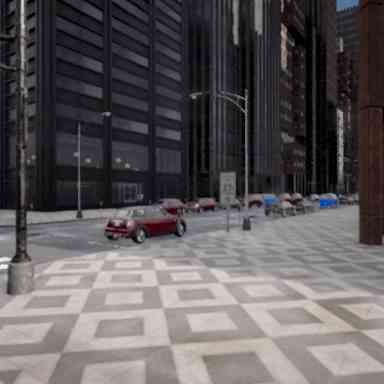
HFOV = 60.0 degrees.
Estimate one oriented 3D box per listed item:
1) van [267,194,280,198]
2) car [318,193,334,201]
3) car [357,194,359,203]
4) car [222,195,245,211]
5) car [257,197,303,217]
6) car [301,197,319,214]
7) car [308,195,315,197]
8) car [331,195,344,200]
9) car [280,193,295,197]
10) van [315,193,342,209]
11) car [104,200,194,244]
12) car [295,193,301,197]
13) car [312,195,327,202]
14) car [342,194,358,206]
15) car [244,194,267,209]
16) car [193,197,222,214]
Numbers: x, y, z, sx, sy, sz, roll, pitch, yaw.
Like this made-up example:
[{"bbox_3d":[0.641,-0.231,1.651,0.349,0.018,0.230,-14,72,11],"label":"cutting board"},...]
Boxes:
[{"bbox_3d":[10.702,1.199,47.876,1.690,1.788,3.998,0,0,36],"label":"van"},{"bbox_3d":[30.355,1.115,75.200,2.192,1.841,5.009,0,0,36],"label":"car"},{"bbox_3d":[27.459,1.384,56.574,1.947,1.339,4.313,0,0,36],"label":"car"},{"bbox_3d":[4.152,1.432,38.769,2.008,1.369,4.403,0,0,36],"label":"car"},{"bbox_3d":[7.808,1.436,29.252,2.008,1.369,4.403,0,0,36],"label":"car"},{"bbox_3d":[11.083,1.439,33.806,1.947,1.339,4.313,0,0,36],"label":"car"},{"bbox_3d":[23.804,1.258,66.092,1.967,1.590,4.097,0,0,36],"label":"car"},{"bbox_3d":[36.906,1.350,84.308,1.947,1.339,4.313,0,0,36],"label":"car"},{"bbox_3d":[13.978,1.162,52.430,2.192,1.841,5.009,0,0,36],"label":"car"},{"bbox_3d":[17.633,1.191,42.912,1.690,1.788,3.998,0,0,36],"label":"van"},{"bbox_3d":[-2.017,1.366,15.591,1.967,1.590,4.097,0,0,36],"label":"car"},{"bbox_3d":[17.253,1.152,56.983,2.192,1.841,5.009,0,0,36],"label":"car"},{"bbox_3d":[27.080,1.360,70.646,2.008,1.369,4.403,0,0,36],"label":"car"},{"bbox_3d":[24.184,1.394,52.020,1.947,1.339,4.313,0,0,36],"label":"car"},{"bbox_3d":[7.427,1.185,43.322,2.192,1.841,5.009,0,0,36],"label":"car"},{"bbox_3d":[0.877,1.334,34.215,1.967,1.590,4.097,0,0,36],"label":"car"}]
